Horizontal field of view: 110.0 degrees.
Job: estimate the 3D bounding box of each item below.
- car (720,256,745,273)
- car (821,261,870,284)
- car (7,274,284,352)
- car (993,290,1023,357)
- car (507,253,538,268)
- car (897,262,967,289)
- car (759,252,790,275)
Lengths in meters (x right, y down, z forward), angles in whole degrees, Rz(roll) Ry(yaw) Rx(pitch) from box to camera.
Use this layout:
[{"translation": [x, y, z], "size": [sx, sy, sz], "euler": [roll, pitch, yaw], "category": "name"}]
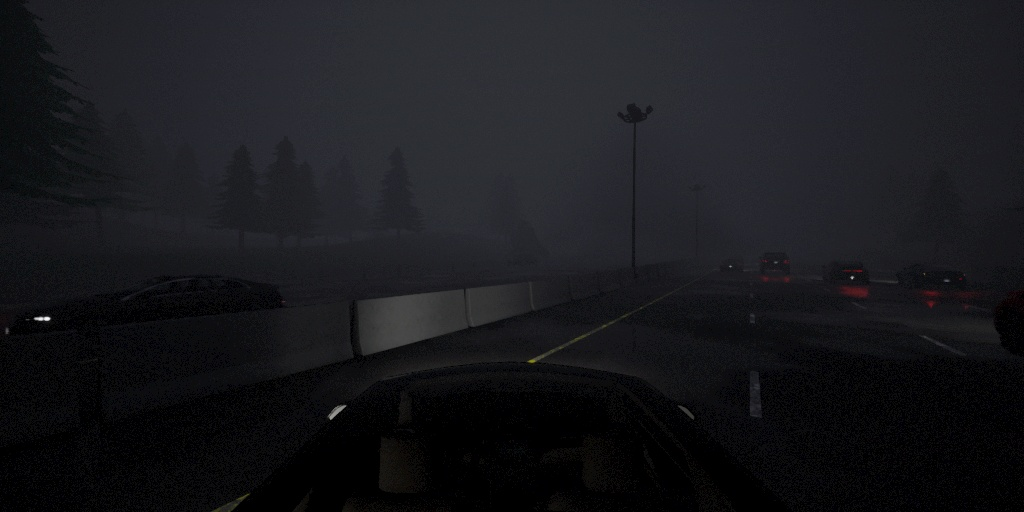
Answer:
[{"translation": [22.518, 0.956, 36.780], "size": [1.994, 1.385, 4.181], "euler": [0, 1, 34], "category": "car"}, {"translation": [22.930, 1.058, 24.747], "size": [1.837, 1.490, 4.892], "euler": [0, 1, 34], "category": "car"}, {"translation": [-8.665, 1.235, 9.167], "size": [2.128, 1.511, 4.902], "euler": [0, 0, 34], "category": "car"}, {"translation": [9.900, 0.966, 5.127], "size": [2.150, 2.045, 5.566], "euler": [0, 0, 34], "category": "car"}, {"translation": [1.313, 0.459, 42.988], "size": [2.097, 1.767, 4.553], "euler": [0, 1, 34], "category": "car"}, {"translation": [24.922, 1.102, 21.416], "size": [1.812, 1.442, 4.674], "euler": [0, 1, 34], "category": "car"}, {"translation": [25.049, 0.629, 34.262], "size": [2.150, 2.045, 5.566], "euler": [0, 1, 34], "category": "car"}]
